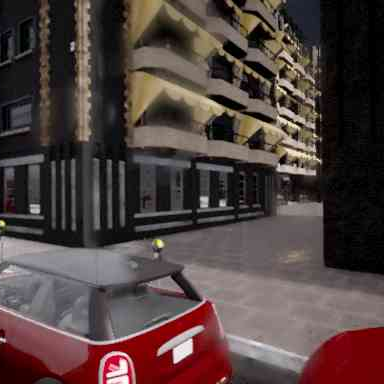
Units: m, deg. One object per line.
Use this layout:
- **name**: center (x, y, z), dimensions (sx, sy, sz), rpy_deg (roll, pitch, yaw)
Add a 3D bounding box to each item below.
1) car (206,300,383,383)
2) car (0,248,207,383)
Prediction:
- **car**: center (2.744, 1.326, 0.939), dimensions (5.009, 1.841, 2.192), rpy_deg (0, -1, 36)
- **car**: center (-1.660, 1.419, 4.078), dimensions (4.097, 1.590, 1.967), rpy_deg (0, -1, 36)
